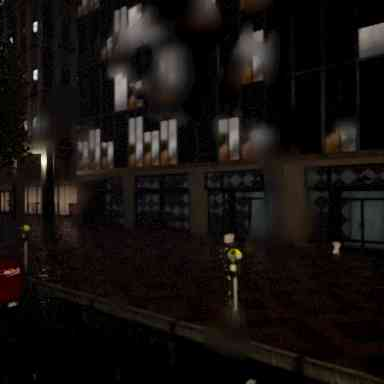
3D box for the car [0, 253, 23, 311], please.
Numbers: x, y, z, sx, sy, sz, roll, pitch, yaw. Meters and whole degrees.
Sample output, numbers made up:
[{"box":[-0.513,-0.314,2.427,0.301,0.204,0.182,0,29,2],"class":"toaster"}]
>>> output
[{"box":[-5.098,1.524,6.519,4.507,1.381,1.887,0,0,36],"class":"car"}]
